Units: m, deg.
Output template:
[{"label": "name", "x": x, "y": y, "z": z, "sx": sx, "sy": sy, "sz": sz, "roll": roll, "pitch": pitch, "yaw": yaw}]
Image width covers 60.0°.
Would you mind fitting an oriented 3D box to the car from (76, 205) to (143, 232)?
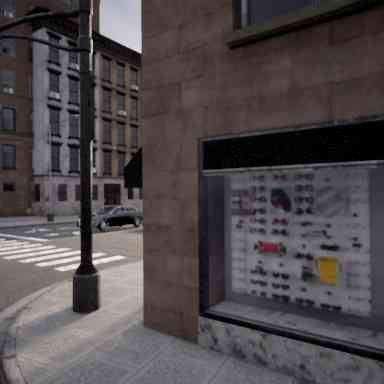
[{"label": "car", "x": -4.988, "y": 1.583, "z": 21.099, "sx": 2.128, "sy": 1.511, "sz": 4.902, "roll": -1, "pitch": -1, "yaw": 34}]
